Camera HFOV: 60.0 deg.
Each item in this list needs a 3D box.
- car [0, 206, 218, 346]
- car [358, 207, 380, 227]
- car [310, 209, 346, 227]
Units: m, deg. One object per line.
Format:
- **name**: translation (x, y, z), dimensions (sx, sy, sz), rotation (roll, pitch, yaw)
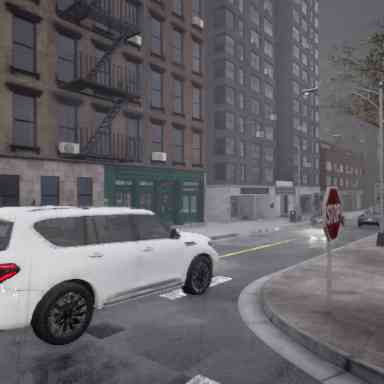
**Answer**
- **car**: translation (-1.711, 1.301, 6.825), dimensions (2.150, 2.045, 5.566), rotation (-1, -2, 39)
- **car**: translation (15.725, 2.280, 28.629), dimensions (1.994, 1.385, 4.181), rotation (0, -2, 39)
- **car**: translation (11.498, 2.149, 28.059), dimensions (2.128, 1.511, 4.902), rotation (0, -2, 39)
